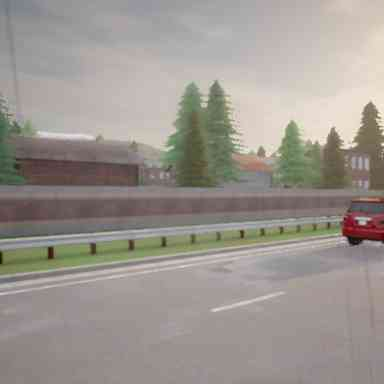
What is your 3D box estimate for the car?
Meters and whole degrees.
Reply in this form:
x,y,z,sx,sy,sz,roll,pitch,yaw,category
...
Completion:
x,y,z,sx,sy,sz,roll,pitch,yaw,category
8.695,1.268,14.249,5.566,2.045,2.150,0,0,-35,car
